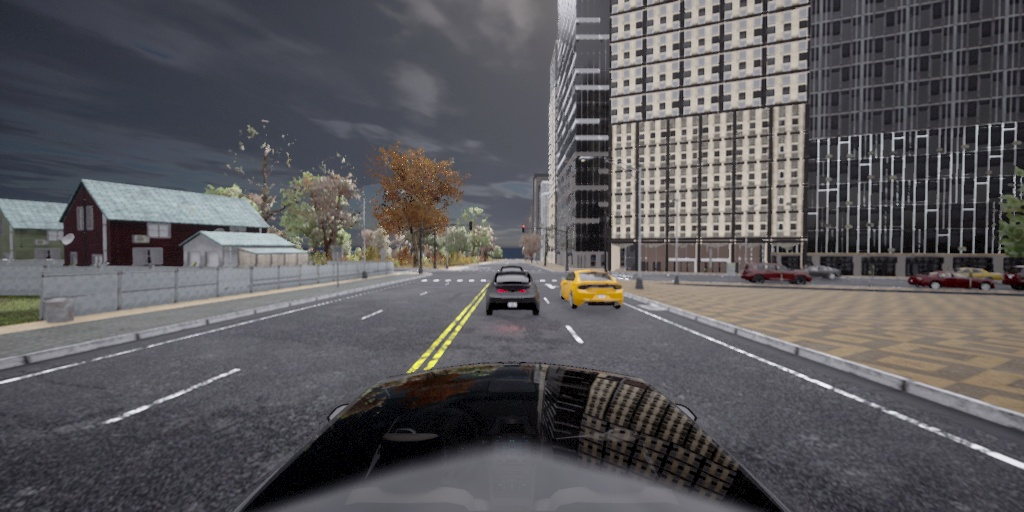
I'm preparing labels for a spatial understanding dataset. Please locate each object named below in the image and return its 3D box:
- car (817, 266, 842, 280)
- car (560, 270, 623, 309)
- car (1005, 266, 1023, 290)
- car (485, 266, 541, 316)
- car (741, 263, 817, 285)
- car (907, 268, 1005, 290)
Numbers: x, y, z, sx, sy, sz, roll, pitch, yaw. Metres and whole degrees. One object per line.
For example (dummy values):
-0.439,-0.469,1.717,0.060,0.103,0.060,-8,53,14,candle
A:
31.014,1.657,36.906,4.403,1.370,2.007,0,0,20,car
3.236,1.324,15.384,1.882,1.535,5.008,0,0,0,car
38.961,1.658,25.616,5.009,1.841,2.192,0,0,20,car
0.033,1.315,13.772,1.837,1.490,4.892,0,0,0,car
22.986,1.553,31.449,5.009,1.841,2.192,0,0,20,car
33.636,1.853,27.561,4.507,1.381,1.888,0,0,20,car
